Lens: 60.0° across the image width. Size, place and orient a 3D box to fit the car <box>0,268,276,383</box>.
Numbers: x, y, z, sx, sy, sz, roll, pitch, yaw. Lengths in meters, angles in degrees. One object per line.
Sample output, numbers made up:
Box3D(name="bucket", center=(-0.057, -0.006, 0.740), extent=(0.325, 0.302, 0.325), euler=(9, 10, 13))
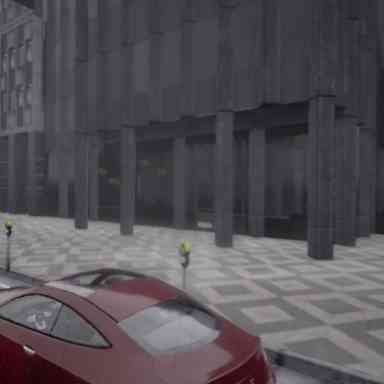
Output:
Box3D(name="car", center=(-1.188, 1.553, 3.736), extent=(4.206, 1.307, 1.802), euler=(1, 0, 36))
